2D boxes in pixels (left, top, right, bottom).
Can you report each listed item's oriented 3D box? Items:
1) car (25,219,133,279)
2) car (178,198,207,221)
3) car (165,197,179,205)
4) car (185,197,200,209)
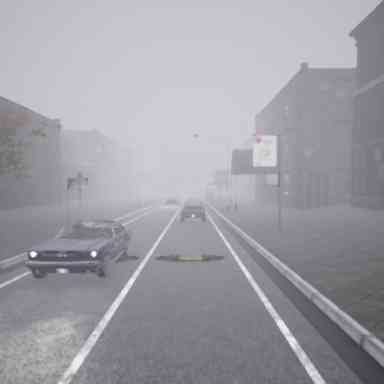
[{"bbox_3d":[-3.097,1.556,10.116,1.895,1.301,4.718,0,0,-1],"label":"car"},{"bbox_3d":[0.090,1.418,25.857,1.837,1.490,4.892,0,0,0],"label":"car"},{"bbox_3d":[-3.076,1.365,51.952,1.895,1.301,4.718,0,0,0],"label":"car"},{"bbox_3d":[0.081,1.420,43.950,1.895,1.301,4.718,0,0,0],"label":"car"}]
